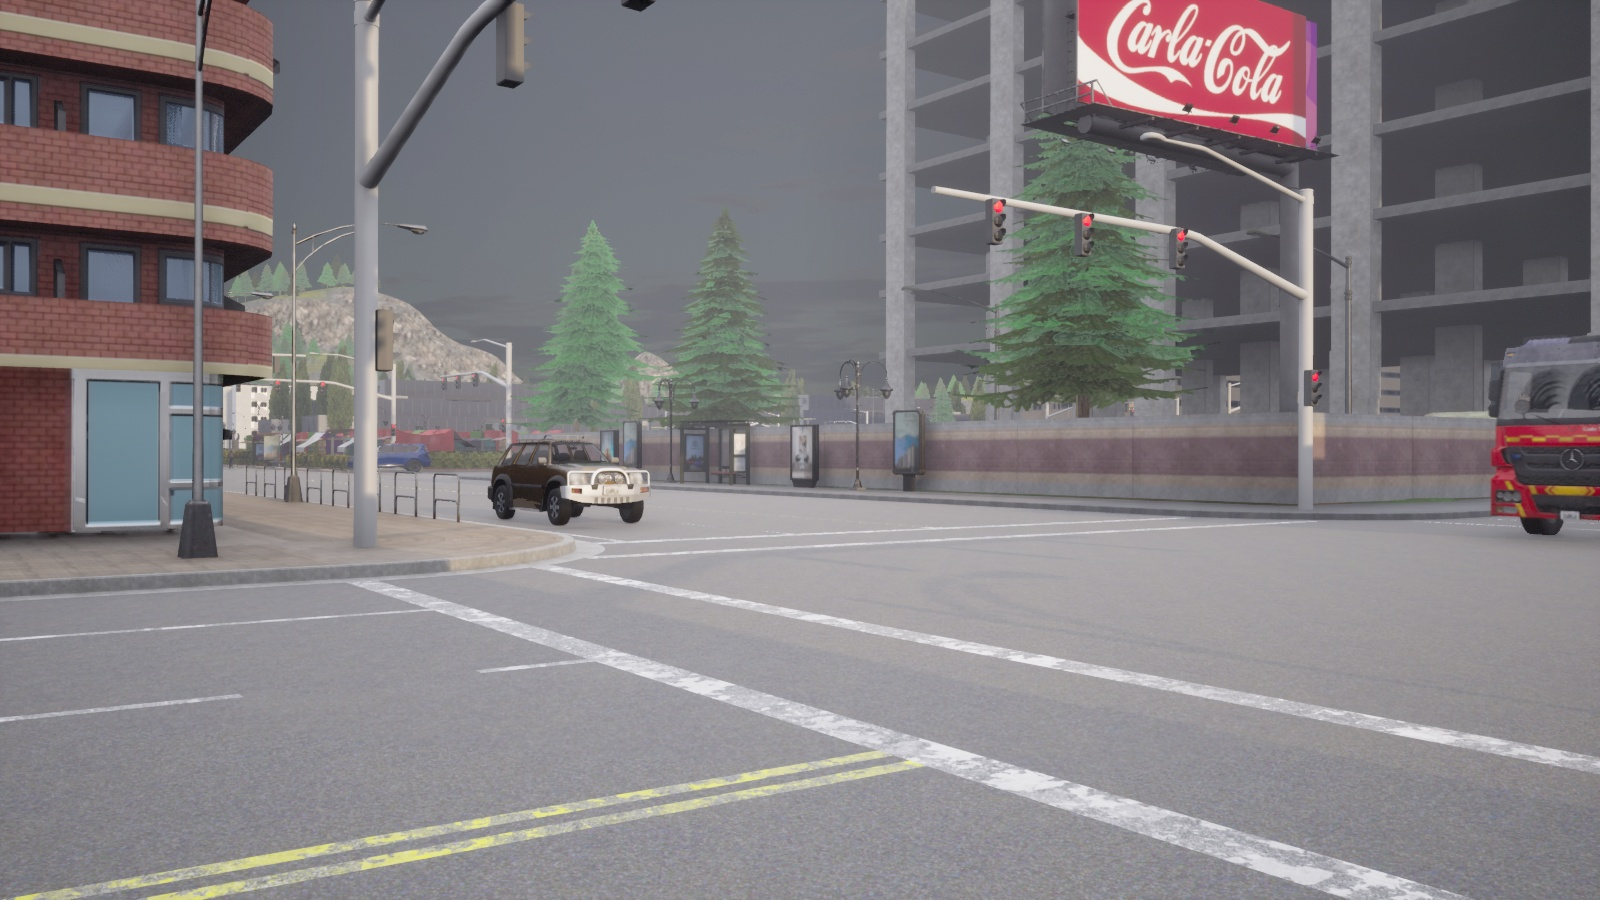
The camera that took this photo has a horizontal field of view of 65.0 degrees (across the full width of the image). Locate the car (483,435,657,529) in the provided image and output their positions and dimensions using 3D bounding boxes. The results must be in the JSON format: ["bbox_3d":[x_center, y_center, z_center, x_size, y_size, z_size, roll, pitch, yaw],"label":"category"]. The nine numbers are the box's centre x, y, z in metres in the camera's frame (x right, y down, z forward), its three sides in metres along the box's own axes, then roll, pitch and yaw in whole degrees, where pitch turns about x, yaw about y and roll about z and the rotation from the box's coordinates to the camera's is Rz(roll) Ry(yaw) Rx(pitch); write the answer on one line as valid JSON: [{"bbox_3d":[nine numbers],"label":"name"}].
[{"bbox_3d":[-5.046,0.639,27.087,1.932,1.855,4.605,0,0,-35],"label":"car"}]

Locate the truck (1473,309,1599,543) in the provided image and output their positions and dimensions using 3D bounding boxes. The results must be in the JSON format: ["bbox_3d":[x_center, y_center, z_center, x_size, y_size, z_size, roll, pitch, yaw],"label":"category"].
[{"bbox_3d":[16.239,-0.397,23.501,8.468,3.827,2.891,0,0,-35],"label":"truck"}]

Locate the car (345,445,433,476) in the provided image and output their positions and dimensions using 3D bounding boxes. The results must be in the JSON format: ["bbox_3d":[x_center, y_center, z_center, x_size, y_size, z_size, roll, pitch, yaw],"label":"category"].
[{"bbox_3d":[-28.376,0.699,86.654,5.566,2.045,2.150,-1,1,-23],"label":"car"}]
